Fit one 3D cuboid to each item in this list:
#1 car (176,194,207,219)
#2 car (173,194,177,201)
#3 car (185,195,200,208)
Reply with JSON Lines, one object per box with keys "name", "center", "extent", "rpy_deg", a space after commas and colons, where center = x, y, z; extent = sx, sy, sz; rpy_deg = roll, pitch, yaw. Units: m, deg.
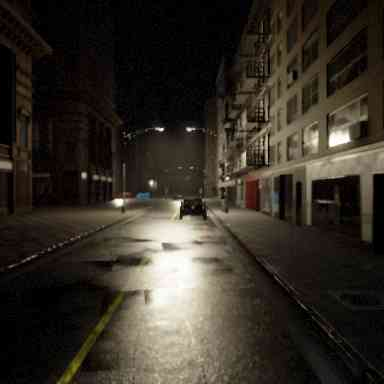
{"name": "car", "center": [0.094, 1.172, 26.817], "extent": [2.097, 1.767, 4.553], "rpy_deg": [0, 0, 1]}
{"name": "car", "center": [-3.017, 1.114, 71.932], "extent": [2.033, 1.411, 5.357], "rpy_deg": [0, 0, 0]}
{"name": "car", "center": [0.088, 1.234, 44.045], "extent": [1.882, 1.535, 5.008], "rpy_deg": [0, 0, 0]}
